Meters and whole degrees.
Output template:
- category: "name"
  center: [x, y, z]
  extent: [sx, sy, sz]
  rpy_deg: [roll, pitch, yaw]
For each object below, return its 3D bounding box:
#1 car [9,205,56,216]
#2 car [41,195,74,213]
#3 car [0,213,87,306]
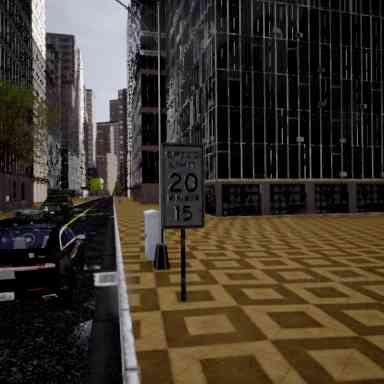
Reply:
- category: "car"
  center: [-9.044, 1.636, 18.226]
  extent: [1.895, 1.301, 4.718]
  rpy_deg: [-1, 0, -13]
- category: "car"
  center: [-11.488, 1.267, 28.524]
  extent: [2.150, 2.045, 5.566]
  rpy_deg: [-1, 0, -13]
- category: "car"
  center: [-3.630, 1.496, 7.794]
  extent: [2.128, 1.511, 4.902]
  rpy_deg: [-1, 0, -13]
